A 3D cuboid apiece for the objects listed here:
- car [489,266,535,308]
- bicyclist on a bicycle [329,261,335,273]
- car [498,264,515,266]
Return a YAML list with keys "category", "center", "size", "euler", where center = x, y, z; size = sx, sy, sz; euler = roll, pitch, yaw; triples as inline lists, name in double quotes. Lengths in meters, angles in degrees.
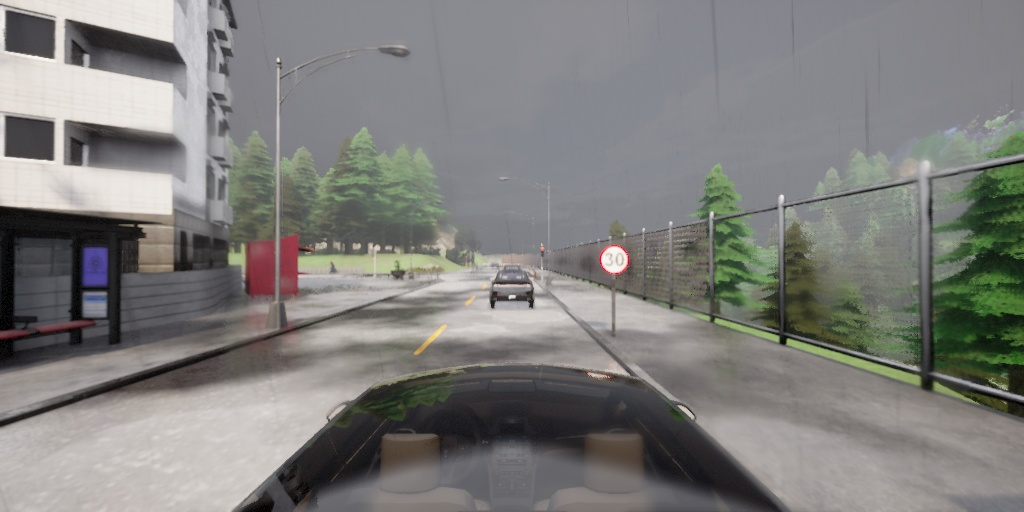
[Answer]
- category: "car"
  center: [0.005, 1.379, 16.147]
  size: [2.128, 1.511, 4.902]
  euler: [0, 0, 0]
- category: "bicyclist on a bicycle"
  center: [-24.159, 1.536, 48.115]
  size: [0.582, 1.620, 1.656]
  euler: [0, 0, 0]
- category: "car"
  center: [0.003, 1.535, 31.161]
  size: [1.837, 1.490, 4.892]
  euler: [0, 0, 0]
